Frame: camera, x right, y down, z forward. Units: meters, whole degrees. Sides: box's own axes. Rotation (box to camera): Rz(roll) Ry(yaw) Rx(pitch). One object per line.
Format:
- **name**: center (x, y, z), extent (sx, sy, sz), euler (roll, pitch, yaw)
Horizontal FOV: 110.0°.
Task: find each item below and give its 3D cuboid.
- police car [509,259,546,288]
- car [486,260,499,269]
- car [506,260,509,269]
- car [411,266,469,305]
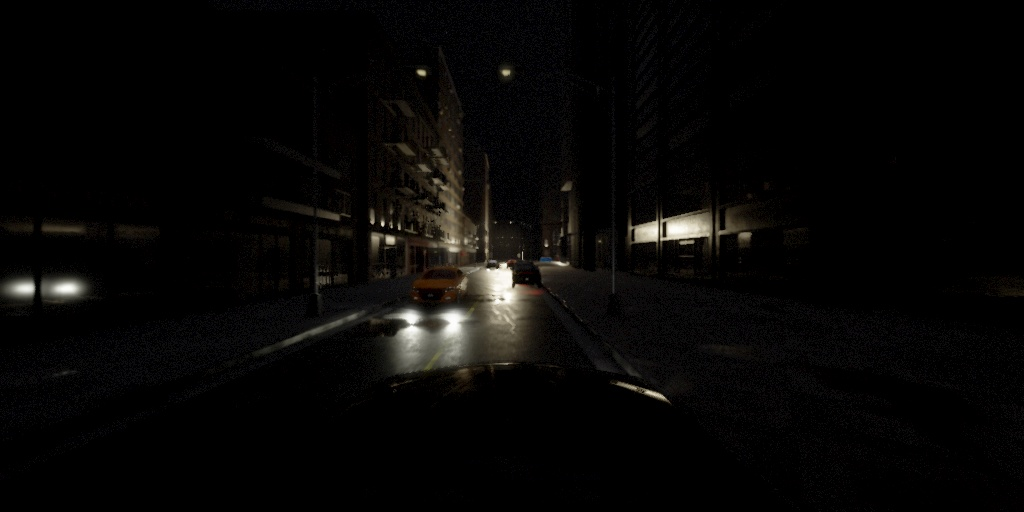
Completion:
- **police car**: center (0.906, 1.187, 24.141), extent (1.930, 1.638, 5.238), euler (0, 0, 0)
- **car**: center (-3.041, 1.373, 57.121), extent (1.994, 1.385, 4.181), euler (0, 0, 1)
- **car**: center (0.017, 1.340, 58.949), extent (1.812, 1.442, 4.674), euler (0, 0, 0)
- **car**: center (-3.095, 1.232, 16.155), extent (1.882, 1.535, 5.008), euler (0, 0, 0)
